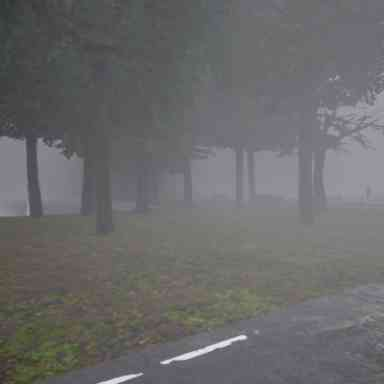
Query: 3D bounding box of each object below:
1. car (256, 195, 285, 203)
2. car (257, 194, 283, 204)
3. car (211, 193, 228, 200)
[{"bbox_3d":[14.685,1.249,62.807,2.033,1.411,5.357,-1,1,-35],"label":"car"},{"bbox_3d":[13.822,1.107,59.161,2.097,1.767,4.553,-1,1,-35],"label":"car"},{"bbox_3d":[6.045,0.981,74.756,1.994,1.385,4.181,-1,1,-36],"label":"car"}]
